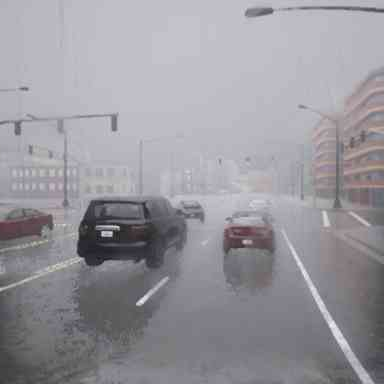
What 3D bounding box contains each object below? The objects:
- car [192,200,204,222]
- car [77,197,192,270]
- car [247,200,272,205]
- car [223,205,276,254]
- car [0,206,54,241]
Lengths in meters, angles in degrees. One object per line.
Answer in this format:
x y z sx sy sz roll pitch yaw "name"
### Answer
-0.351 1.371 24.777 2.128 1.511 4.902 0 1 -9 "car"
-1.676 1.172 11.142 2.150 2.045 5.566 0 0 11 "car"
5.542 1.387 27.452 1.812 1.442 4.674 0 0 14 "car"
2.284 1.469 13.127 1.812 1.442 4.674 0 0 11 "car"
-8.283 1.417 14.769 1.882 1.535 5.008 0 0 12 "car"
